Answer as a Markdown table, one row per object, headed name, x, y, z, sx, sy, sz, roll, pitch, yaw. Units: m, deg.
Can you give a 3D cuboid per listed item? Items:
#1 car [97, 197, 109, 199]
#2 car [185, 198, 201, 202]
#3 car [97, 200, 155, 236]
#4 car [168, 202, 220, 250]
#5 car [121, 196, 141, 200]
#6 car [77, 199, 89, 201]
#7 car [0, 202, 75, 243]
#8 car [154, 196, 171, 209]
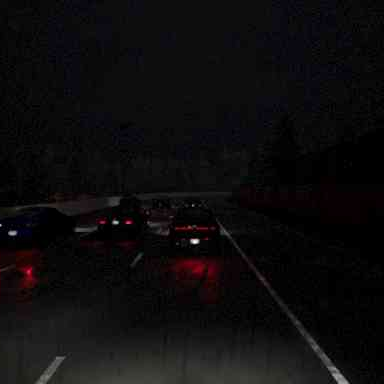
| name | x | y | z | sx | sy | sz | roll | pitch | yaw |
| --- | --- | --- | --- | --- | --- | --- | --- | --- | --- |
| car | -14.043 | 0.984 | 54.338 | 1.882 | 1.535 | 5.008 | 0 | 1 | 0 |
| car | 0.108 | 1.254 | 32.184 | 2.033 | 1.411 | 5.357 | 0 | 1 | 0 |
| car | -3.395 | 1.389 | 17.292 | 2.033 | 1.411 | 5.357 | 0 | 1 | 0 |
| car | 0.102 | 1.381 | 13.609 | 1.837 | 1.490 | 4.892 | 0 | 1 | 0 |
| car | -6.890 | 1.168 | 37.038 | 1.837 | 1.490 | 4.892 | 0 | 1 | 0 |
| car | -17.541 | 1.035 | 53.965 | 1.812 | 1.442 | 4.674 | 0 | 1 | 0 |
| car | -6.907 | 1.387 | 15.129 | 1.812 | 1.442 | 4.674 | 0 | 1 | 0 |
| car | -3.404 | 1.178 | 38.152 | 1.812 | 1.442 | 4.674 | 0 | 1 | 0 |
